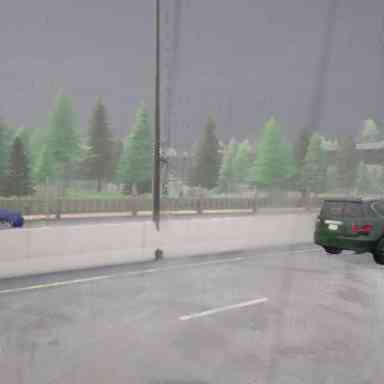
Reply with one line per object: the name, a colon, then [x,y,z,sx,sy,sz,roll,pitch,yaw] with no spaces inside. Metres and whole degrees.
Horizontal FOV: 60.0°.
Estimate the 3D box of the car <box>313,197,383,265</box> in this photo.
car: [6.786,1.200,11.672,5.566,2.045,2.150,0,0,-28]
